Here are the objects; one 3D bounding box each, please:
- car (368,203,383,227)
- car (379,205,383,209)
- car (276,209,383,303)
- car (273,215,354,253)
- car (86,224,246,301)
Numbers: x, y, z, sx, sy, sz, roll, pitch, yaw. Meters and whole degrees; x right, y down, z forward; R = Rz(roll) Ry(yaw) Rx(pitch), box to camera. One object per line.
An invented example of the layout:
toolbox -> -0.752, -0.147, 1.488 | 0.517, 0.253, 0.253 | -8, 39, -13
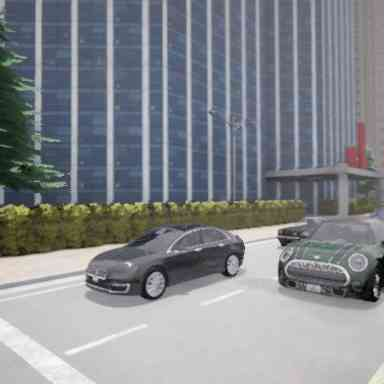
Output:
car -> 15.715, 1.763, 26.267 | 2.097, 1.767, 4.553 | -1, -2, 43
car -> 10.682, 1.457, 15.787 | 2.150, 2.045, 5.566 | -1, -2, 43
car -> 4.132, 1.490, 8.784 | 2.097, 1.767, 4.553 | -1, -2, 43
car -> 5.891, 1.865, 15.780 | 1.895, 1.301, 4.718 | -1, -2, 43
car -> -0.438, 1.676, 9.015 | 1.837, 1.490, 4.892 | -1, -2, 43
